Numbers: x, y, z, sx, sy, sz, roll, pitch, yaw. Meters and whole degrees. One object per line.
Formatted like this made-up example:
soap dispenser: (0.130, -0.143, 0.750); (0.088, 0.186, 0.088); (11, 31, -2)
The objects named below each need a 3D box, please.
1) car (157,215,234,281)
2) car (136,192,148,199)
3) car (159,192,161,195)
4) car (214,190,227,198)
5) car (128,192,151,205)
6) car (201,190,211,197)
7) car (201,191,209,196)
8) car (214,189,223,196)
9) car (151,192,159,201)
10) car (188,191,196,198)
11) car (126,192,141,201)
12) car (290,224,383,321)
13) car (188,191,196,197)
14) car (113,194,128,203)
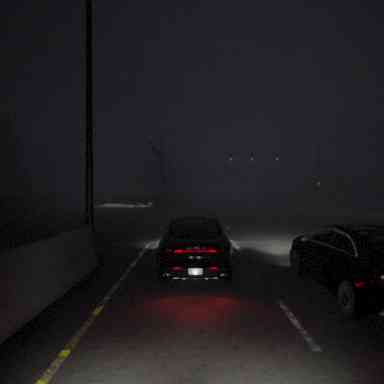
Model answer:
car: (0.080, 1.420, 9.599); (1.837, 1.490, 4.892); (0, 1, 0)
car: (-10.499, 0.673, 70.567); (1.812, 1.442, 4.674); (0, 1, 0)
car: (-7.002, 0.726, 68.246); (2.033, 1.411, 5.357); (0, 1, 0)
car: (7.001, 0.397, 78.768); (2.097, 1.767, 4.553); (0, 1, 0)
car: (-7.098, 0.992, 45.402); (1.812, 1.442, 4.674); (0, 1, 0)
car: (3.501, 0.382, 80.232); (2.097, 1.767, 4.553); (0, 1, 0)
car: (3.503, 0.397, 90.514); (1.837, 1.490, 4.892); (0, 1, 1)
car: (7.001, 0.174, 87.936); (2.097, 1.767, 4.553); (0, 1, 0)
car: (-7.088, 0.952, 54.503); (1.895, 1.301, 4.718); (0, 1, 0)
car: (0.003, 0.584, 77.661); (2.128, 1.511, 4.902); (0, 1, 0)
car: (-10.561, 0.804, 60.283); (1.812, 1.442, 4.674); (0, 1, -1)
car: (3.573, 1.435, 7.127); (2.128, 1.511, 4.902); (0, 1, 0)
car: (0.002, 0.469, 87.966); (2.033, 1.411, 5.357); (0, 1, 0)
car: (-10.595, 1.008, 50.110); (1.895, 1.301, 4.718); (0, 1, 0)
